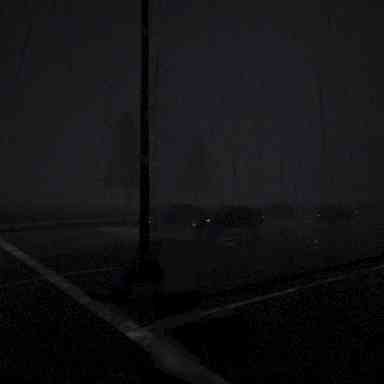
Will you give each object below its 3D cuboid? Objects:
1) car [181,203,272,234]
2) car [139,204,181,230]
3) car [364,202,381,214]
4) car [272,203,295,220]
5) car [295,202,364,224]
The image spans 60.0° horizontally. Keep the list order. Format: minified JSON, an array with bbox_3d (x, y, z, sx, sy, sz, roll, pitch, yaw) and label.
[{"bbox_3d":[2.117,1.530,19.639,4.902,1.511,2.128,0,0,-36],"label":"car"},{"bbox_3d":[-1.081,1.539,21.656,4.892,1.490,1.837,0,0,-36],"label":"car"},{"bbox_3d":[17.905,1.702,35.190,4.718,1.301,1.895,0,0,-35],"label":"car"},{"bbox_3d":[6.843,1.610,27.322,5.357,1.411,2.033,0,0,-35],"label":"car"},{"bbox_3d":[10.732,1.616,25.800,5.357,1.411,2.033,0,0,-35],"label":"car"}]
